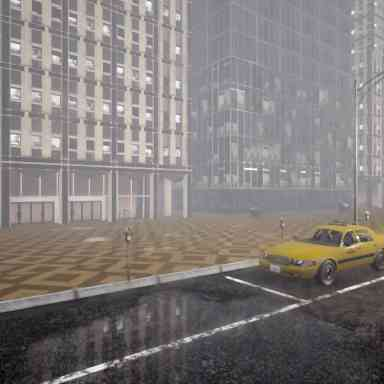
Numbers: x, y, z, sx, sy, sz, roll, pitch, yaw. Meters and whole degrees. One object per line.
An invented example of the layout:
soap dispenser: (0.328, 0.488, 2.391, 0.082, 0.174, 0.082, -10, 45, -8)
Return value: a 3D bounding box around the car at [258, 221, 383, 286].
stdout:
car: (3.961, 1.527, 9.408, 4.829, 1.417, 1.752, 0, 0, -36)
